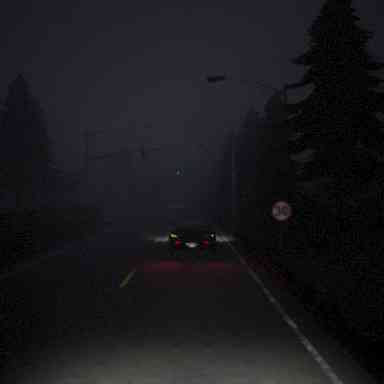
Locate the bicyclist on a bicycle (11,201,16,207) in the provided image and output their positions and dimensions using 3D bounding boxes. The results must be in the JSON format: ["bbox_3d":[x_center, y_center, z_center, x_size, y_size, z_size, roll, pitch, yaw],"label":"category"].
[{"bbox_3d":[-23.132,1.959,43.530,0.582,1.620,1.656,0,0,7],"label":"bicyclist on a bicycle"}]

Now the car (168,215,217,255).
[{"bbox_3d":[0.027,1.686,13.863,1.812,1.442,4.674,0,0,1],"label":"car"}]

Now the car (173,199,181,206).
[{"bbox_3d":[-3.494,2.416,77.525,2.128,1.511,4.902,0,-1,0],"label":"car"}]
